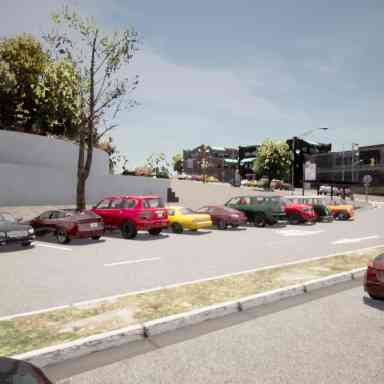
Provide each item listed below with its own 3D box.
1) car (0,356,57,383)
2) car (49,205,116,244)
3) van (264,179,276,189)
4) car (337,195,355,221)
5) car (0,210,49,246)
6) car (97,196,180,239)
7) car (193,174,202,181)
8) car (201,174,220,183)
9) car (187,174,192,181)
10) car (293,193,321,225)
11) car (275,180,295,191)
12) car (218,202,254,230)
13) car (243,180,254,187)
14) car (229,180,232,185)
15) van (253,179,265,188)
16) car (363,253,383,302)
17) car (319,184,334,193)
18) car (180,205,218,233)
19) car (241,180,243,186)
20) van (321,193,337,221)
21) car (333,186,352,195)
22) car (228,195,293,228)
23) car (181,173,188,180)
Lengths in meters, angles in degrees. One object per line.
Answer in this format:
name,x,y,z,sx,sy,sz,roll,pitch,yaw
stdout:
car,-2.882,1.504,1.076,4.892,1.490,1.837,0,0,-35
car,-6.195,1.524,15.816,4.792,1.488,2.163,-1,-1,35
van,17.291,-1.490,68.614,1.878,1.987,4.442,7,4,35
car,11.064,1.403,27.900,4.553,1.767,2.185,-1,-1,35
car,-8.615,1.493,14.070,4.892,1.521,2.231,-1,-1,35
car,-3.750,1.248,17.562,5.566,2.045,2.435,-1,-1,35
car,3.456,-3.698,88.368,2.435,2.045,5.566,7,3,34
car,5.307,-3.175,86.109,1.946,1.575,5.366,7,3,34
car,1.662,-3.850,90.834,2.185,1.767,4.553,6,3,34
car,6.116,1.267,24.480,5.566,2.045,2.435,-1,-1,35
car,19.051,-0.992,66.252,2.231,1.521,4.892,7,3,35
car,1.176,1.549,21.017,4.674,1.452,2.002,-1,-1,35
car,13.987,-1.811,73.816,1.946,1.575,5.366,7,3,35
car,10.413,-2.316,78.599,2.002,1.452,4.674,7,3,35
van,15.561,-1.763,71.085,1.878,1.987,4.442,7,4,35
car,5.558,1.574,7.104,4.181,1.385,1.994,0,0,-34
car,24.261,-0.426,58.866,2.435,2.045,5.566,7,3,35
car,-1.431,1.503,19.389,5.366,1.575,1.946,-1,-1,35
car,12.155,-2.043,76.137,2.002,1.452,4.674,7,4,35
van,8.655,1.297,26.150,4.442,1.987,1.878,-1,-1,35
car,25.952,0.137,56.394,2.002,1.452,4.674,7,3,35
car,3.603,1.263,22.775,5.566,2.045,2.435,-1,-1,35
car,-0.069,-4.084,93.304,2.185,1.767,4.553,4,1,33
